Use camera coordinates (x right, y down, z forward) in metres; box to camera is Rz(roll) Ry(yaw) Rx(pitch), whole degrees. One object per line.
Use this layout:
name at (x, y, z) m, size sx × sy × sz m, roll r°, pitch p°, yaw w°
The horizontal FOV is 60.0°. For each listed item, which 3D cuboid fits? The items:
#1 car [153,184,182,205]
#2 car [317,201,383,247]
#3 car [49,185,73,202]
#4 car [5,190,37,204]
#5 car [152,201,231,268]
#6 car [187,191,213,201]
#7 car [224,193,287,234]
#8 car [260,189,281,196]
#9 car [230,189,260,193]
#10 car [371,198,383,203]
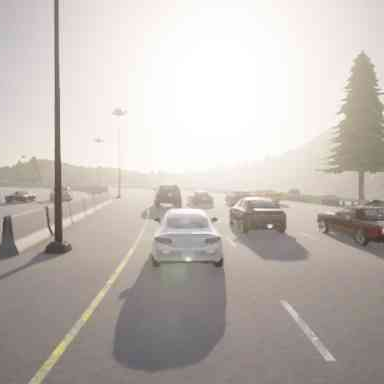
car at (-2.247, 0.277, 29.868) m, size 2.150 × 2.045 × 5.566 m, roll 0°, pitch 2°, yaw -9°
car at (6.682, 1.208, 13.010) m, size 1.895 × 1.301 × 4.718 m, roll 0°, pitch 2°, yaw -3°
car at (-14.702, 0.130, 37.559) m, size 2.097 × 1.767 × 4.553 m, roll 0°, pitch 2°, yaw -13°
car at (-17.509, 0.475, 34.199) m, size 1.895 × 1.301 × 4.718 m, roll 0°, pitch 2°, yaw -12°
car at (-0.169, 1.209, 9.948) m, size 1.812 × 1.442 × 4.674 m, roll 0°, pitch 2°, yaw -2°
car at (0.754, 0.534, 32.861) m, size 1.994 × 1.385 × 4.181 m, roll 0°, pitch 2°, yaw -10°
car at (2.977, 1.015, 15.824) m, size 1.837 × 1.490 × 4.892 m, roll 0°, pitch 2°, yaw -4°
car at (7.530, 0.408, 34.721) m, size 1.882 × 1.535 × 5.008 m, roll 0°, pitch 2°, yaw -10°
car at (4.481, 0.518, 31.851) m, size 1.837 × 1.490 × 4.892 m, roll 0°, pitch 2°, yaw -9°
car at (9.907, 1.019, 16.942) m, size 1.812 × 1.442 × 4.674 m, roll 0°, pitch 2°, yaw -4°
